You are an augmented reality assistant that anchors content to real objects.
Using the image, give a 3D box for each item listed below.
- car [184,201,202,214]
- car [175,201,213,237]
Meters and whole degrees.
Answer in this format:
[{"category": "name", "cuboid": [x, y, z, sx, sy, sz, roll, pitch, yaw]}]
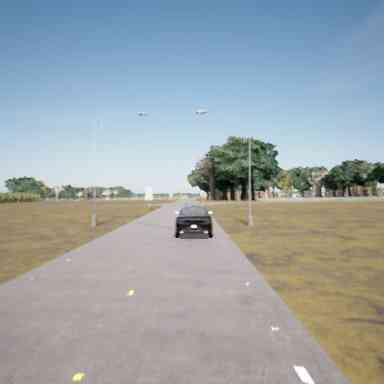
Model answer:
[{"category": "car", "cuboid": [0.097, 1.666, 36.498, 1.895, 1.301, 4.718, 0, 0, 0]}, {"category": "car", "cuboid": [0.097, 1.502, 18.350, 1.882, 1.535, 5.008, 0, 0, 0]}]
